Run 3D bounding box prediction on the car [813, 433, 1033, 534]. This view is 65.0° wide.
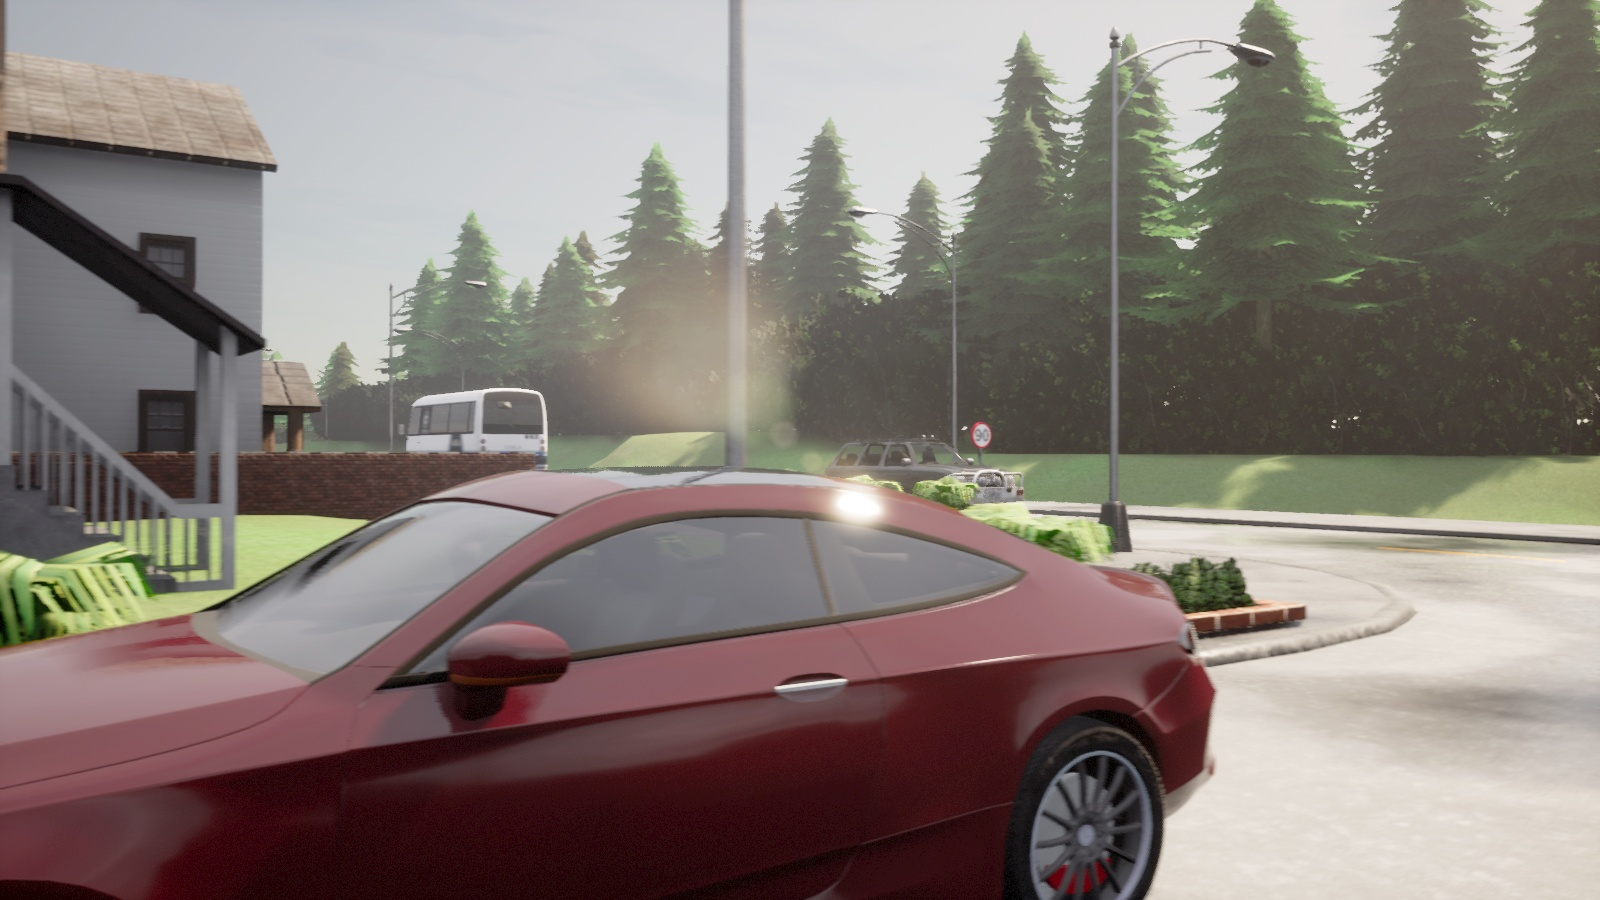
[{"bbox_3d":[2.390,0.619,25.545,1.932,1.855,4.605,0,0,-35],"label":"car"}]

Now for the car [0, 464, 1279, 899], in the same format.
[{"bbox_3d":[-0.817,0.781,3.674,4.674,1.442,1.812,0,0,-35],"label":"car"}]

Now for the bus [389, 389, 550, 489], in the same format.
[{"bbox_3d":[-15.587,-0.456,58.419,3.944,4.253,10.273,0,0,-35],"label":"bus"}]
